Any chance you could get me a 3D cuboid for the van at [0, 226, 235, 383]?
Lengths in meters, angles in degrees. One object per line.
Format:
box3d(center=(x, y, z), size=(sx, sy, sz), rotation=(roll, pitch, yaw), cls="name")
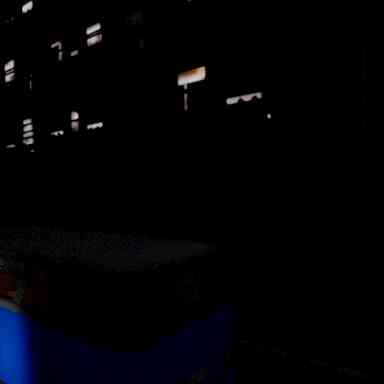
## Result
box3d(center=(-1.473, 1.373, 3.933), size=(3.998, 1.788, 1.690), rotation=(-1, -1, 36), cls="van")
